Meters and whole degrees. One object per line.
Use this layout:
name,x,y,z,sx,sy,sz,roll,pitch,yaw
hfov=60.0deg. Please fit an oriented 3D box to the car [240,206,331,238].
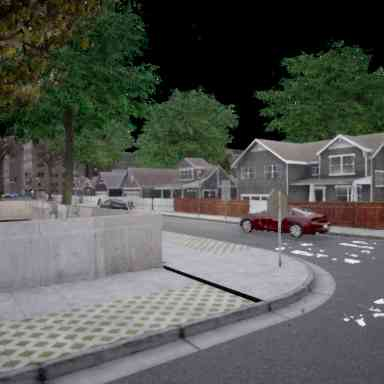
car,4.795,1.476,17.786,1.882,1.535,5.008,-1,1,-41

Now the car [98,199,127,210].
car,-8.701,1.525,36.249,1.837,1.490,4.892,0,0,-35
